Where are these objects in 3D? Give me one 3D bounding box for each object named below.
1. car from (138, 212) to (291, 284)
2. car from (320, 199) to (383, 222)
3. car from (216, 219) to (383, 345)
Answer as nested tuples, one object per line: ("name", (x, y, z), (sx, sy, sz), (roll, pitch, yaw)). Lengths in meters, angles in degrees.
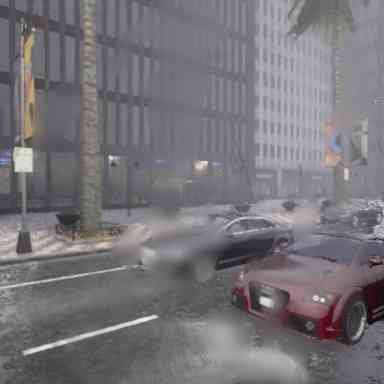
("car", (0.883, 1.349, 9.248), (4.902, 1.511, 2.128), (-1, 1, -38))
("car", (9.485, 1.172, 19.628), (4.892, 1.521, 2.231), (-1, 1, -38))
("car", (2.720, 1.464, 6.248), (4.181, 1.385, 1.994), (-1, 1, -38))
